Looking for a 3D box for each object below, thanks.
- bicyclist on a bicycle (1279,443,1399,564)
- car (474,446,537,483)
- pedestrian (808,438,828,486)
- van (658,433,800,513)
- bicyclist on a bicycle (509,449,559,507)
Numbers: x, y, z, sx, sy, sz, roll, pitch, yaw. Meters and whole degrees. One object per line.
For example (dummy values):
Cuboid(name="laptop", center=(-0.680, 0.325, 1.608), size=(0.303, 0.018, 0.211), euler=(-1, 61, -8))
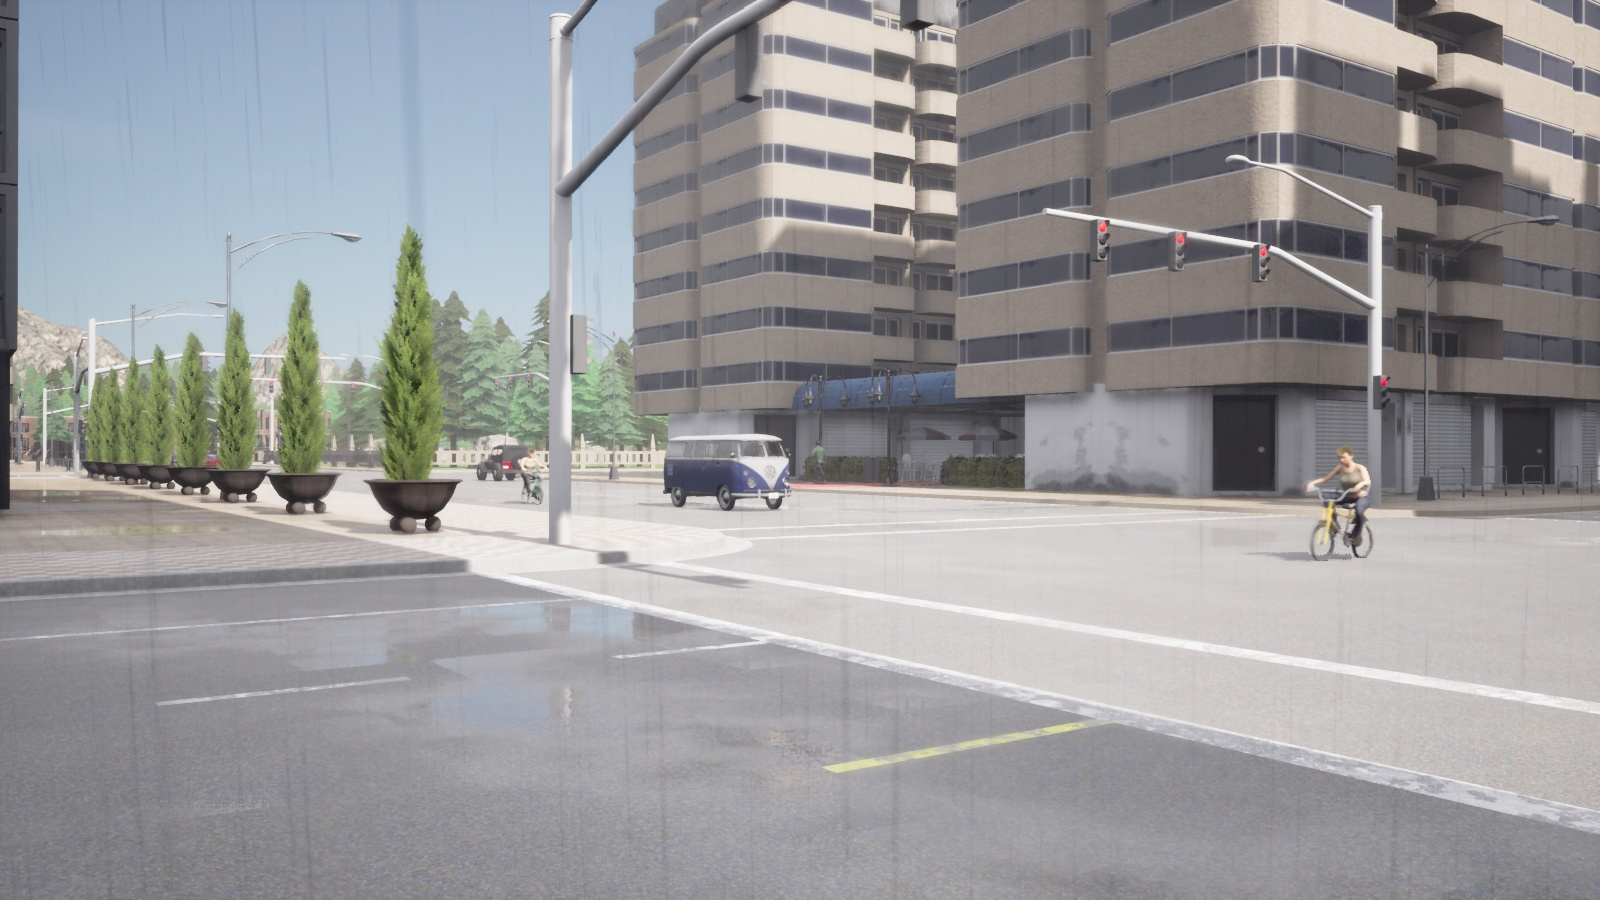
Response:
Cuboid(name="bicyclist on a bicycle", center=(7.517, 0.708, 17.507), size=(1.509, 1.612, 0.866), euler=(0, 0, -35))
Cuboid(name="car", center=(-15.398, 0.733, 65.582), size=(1.905, 1.878, 3.866), euler=(0, 0, -34))
Cuboid(name="pedestrian", center=(0.756, 0.490, 51.990), size=(0.423, 1.949, 0.788), euler=(0, 0, -37))
Cuboid(name="van", center=(-1.986, 0.584, 33.753), size=(1.775, 1.987, 4.442), euler=(0, 0, -35))
Cuboid(name="bicyclist on a bicycle", center=(-7.577, 0.785, 35.694), size=(0.866, 1.612, 1.509), euler=(0, 0, -35))
